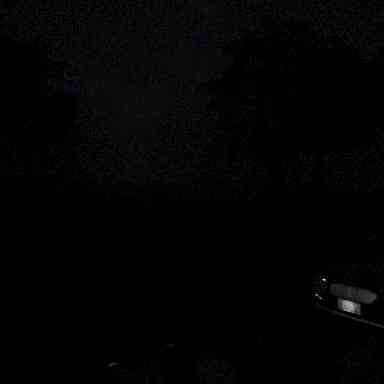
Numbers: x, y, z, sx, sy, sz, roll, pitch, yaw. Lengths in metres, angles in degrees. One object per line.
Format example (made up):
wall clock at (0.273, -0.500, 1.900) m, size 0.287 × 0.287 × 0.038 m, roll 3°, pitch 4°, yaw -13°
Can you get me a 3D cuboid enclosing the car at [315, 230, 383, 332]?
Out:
car at (4.393, 1.485, 6.518) m, size 4.902 × 1.511 × 2.128 m, roll 0°, pitch 0°, yaw -36°
